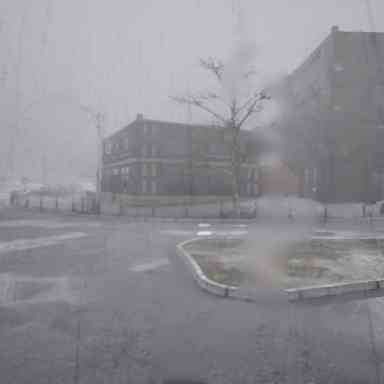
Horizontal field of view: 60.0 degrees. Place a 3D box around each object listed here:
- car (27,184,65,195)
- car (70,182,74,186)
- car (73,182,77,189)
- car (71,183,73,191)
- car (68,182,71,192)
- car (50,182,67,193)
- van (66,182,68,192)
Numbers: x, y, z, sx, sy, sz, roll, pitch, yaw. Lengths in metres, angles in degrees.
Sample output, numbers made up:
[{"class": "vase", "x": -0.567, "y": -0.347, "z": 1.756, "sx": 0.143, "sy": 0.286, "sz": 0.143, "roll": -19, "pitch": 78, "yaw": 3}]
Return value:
[{"class": "car", "x": -24.558, "y": -0.094, "z": 55.984, "sx": 4.792, "sy": 1.488, "sz": 2.163, "roll": 1, "pitch": 1, "yaw": -16}, {"class": "car", "x": -29.699, "y": -0.751, "z": 74.615, "sx": 4.892, "sy": 1.521, "sz": 2.231, "roll": 1, "pitch": 2, "yaw": -16}, {"class": "car", "x": -30.414, "y": -1.100, "z": 77.289, "sx": 5.566, "sy": 2.045, "sz": 2.435, "roll": 1, "pitch": 2, "yaw": -16}, {"class": "car", "x": -29.000, "y": -0.659, "z": 72.056, "sx": 5.008, "sy": 1.535, "sz": 2.097, "roll": 1, "pitch": 2, "yaw": -16}, {"class": "car", "x": -28.185, "y": -0.682, "z": 69.266, "sx": 4.553, "sy": 1.767, "sz": 2.185, "roll": 1, "pitch": 2, "yaw": -16}, {"class": "car", "x": -25.951, "y": -0.407, "z": 61.231, "sx": 4.553, "sy": 1.767, "sz": 2.185, "roll": 1, "pitch": 1, "yaw": -16}, {"class": "van", "x": -26.869, "y": -0.600, "z": 63.989, "sx": 4.442, "sy": 1.987, "sz": 1.878, "roll": 1, "pitch": 2, "yaw": -16}]
